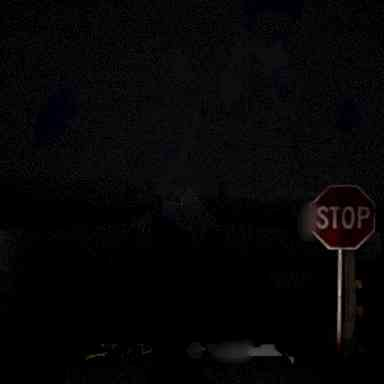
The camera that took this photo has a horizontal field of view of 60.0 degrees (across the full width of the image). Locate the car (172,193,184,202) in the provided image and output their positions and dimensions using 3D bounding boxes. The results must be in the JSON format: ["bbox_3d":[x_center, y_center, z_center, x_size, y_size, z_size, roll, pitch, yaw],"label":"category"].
[{"bbox_3d":[-2.739,1.060,65.417,2.097,1.767,4.553,0,0,0],"label":"car"}]
